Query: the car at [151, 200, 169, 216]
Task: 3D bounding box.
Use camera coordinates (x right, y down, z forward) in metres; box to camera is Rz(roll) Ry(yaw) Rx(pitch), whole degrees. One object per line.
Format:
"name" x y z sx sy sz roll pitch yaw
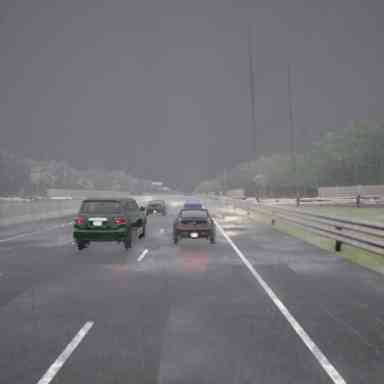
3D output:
"car" -3.405 1.546 32.869 1.837 1.490 4.892 0 0 0

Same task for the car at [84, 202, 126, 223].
"car" -6.905 1.577 27.144 2.033 1.411 5.357 0 0 0

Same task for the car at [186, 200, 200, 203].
"car" 0.094 1.522 34.424 1.882 1.535 5.008 0 0 0

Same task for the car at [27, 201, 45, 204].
"car" -17.600 1.652 37.352 1.895 1.301 4.718 0 0 0

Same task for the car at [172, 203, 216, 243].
"car" 0.097 1.518 16.112 1.837 1.490 4.892 0 0 0

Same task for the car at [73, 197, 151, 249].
"car" -3.391 1.233 14.722 2.150 2.045 5.566 0 0 0
